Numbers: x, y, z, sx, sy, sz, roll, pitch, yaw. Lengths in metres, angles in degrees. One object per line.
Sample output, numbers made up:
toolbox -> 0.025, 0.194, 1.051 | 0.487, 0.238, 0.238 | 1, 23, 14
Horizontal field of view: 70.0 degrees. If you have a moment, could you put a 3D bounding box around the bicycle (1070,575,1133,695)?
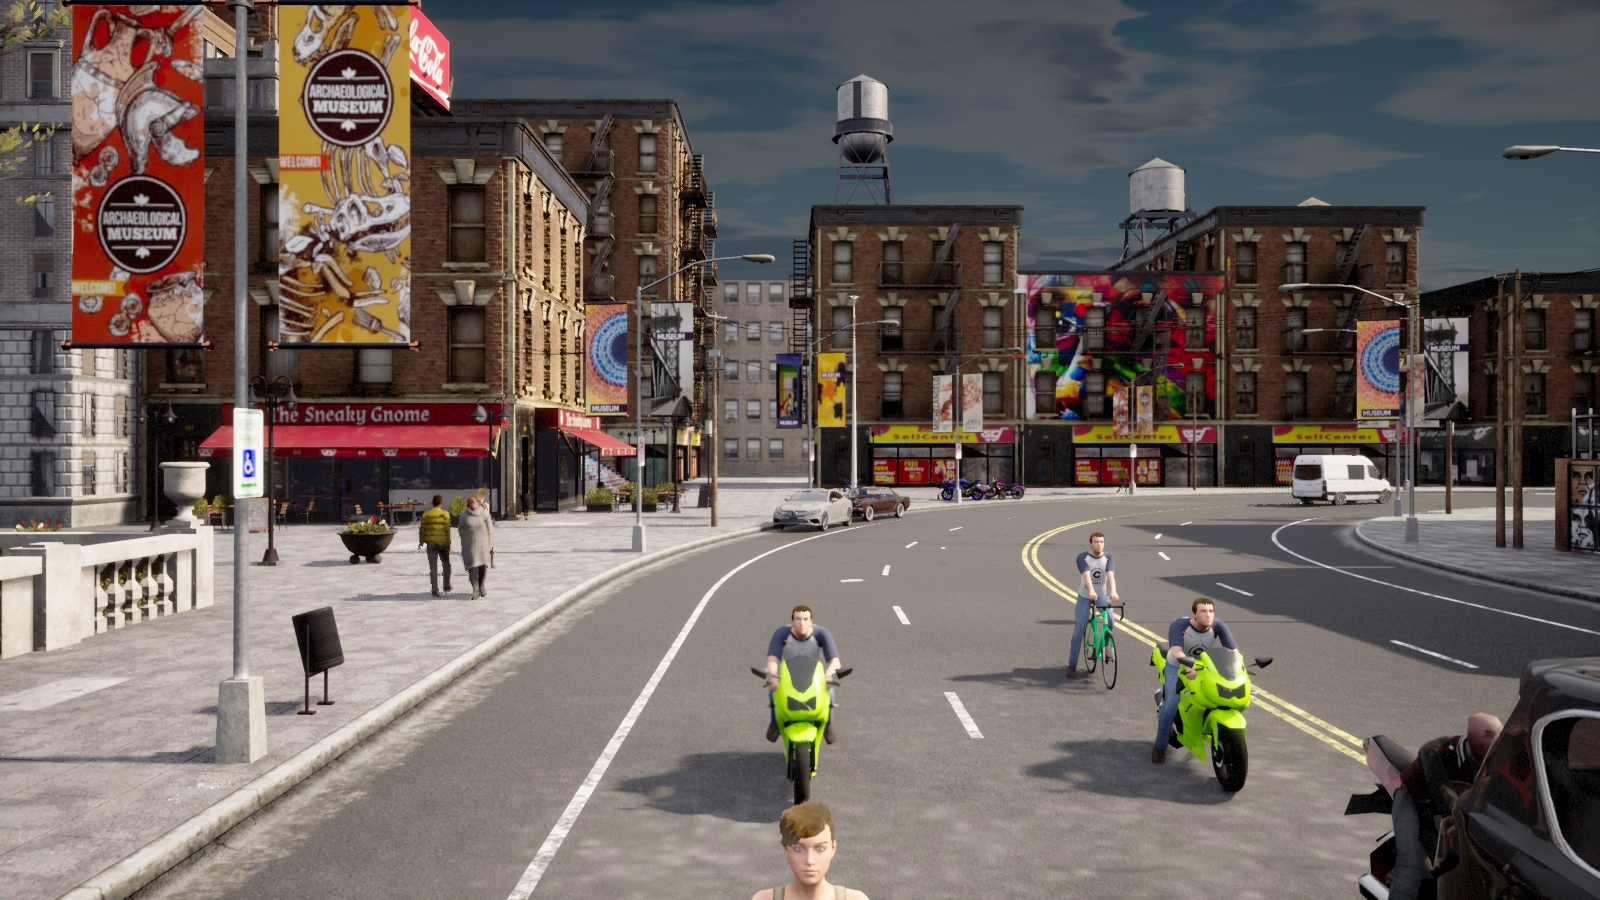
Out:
bicycle -> 3.650, 2.212, 13.929 | 0.373, 1.196, 1.643 | 0, 0, 1

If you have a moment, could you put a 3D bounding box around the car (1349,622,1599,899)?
car -> 3.469, 1.778, 2.202 | 2.150, 2.045, 5.566 | 0, 0, 0

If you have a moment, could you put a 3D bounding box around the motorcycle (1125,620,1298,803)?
motorcycle -> 3.536, 2.217, 10.038 | 0.803, 1.145, 2.033 | 0, 0, 0

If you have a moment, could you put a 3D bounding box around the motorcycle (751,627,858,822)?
motorcycle -> 0.037, 2.217, 9.585 | 0.803, 1.145, 2.033 | 0, 0, 0

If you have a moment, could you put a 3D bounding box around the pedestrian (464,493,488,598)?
pedestrian -> -5.814, 1.704, 20.514 | 0.375, 1.860, 0.375 | 0, 0, -11

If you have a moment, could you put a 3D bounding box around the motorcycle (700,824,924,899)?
motorcycle -> 0.039, 2.172, 3.492 | 0.764, 1.277, 2.356 | 0, 0, 0

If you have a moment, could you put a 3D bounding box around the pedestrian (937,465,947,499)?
pedestrian -> 7.647, 1.722, 61.639 | 0.375, 1.860, 0.375 | 0, 0, -43

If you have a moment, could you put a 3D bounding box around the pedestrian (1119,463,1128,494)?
pedestrian -> 19.754, 1.723, 69.807 | 0.375, 1.860, 0.375 | 0, 0, -19

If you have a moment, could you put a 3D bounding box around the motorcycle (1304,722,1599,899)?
motorcycle -> 3.505, 2.242, 5.844 | 0.867, 1.251, 2.209 | 1, -3, 0

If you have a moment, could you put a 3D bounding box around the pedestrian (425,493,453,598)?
pedestrian -> -6.468, 1.704, 20.474 | 0.375, 1.860, 0.375 | 0, 0, 0

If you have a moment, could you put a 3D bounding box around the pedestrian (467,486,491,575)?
pedestrian -> -6.825, 1.708, 24.319 | 0.375, 1.860, 0.375 | 0, 0, 8

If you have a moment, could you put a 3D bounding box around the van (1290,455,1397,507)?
van -> 28.152, 1.557, 59.121 | 5.915, 2.561, 1.988 | 0, -1, -30
